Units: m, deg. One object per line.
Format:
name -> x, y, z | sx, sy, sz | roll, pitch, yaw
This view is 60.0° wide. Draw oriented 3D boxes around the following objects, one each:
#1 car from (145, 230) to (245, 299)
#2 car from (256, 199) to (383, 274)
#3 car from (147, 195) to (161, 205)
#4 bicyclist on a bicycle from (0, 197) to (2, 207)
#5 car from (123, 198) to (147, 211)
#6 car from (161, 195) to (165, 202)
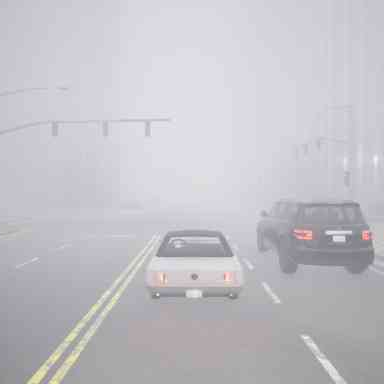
car -> 0.067, 1.601, 8.391 | 1.895, 1.301, 4.718 | 0, 0, 1
car -> 3.583, 1.222, 10.746 | 2.150, 2.045, 5.566 | 0, 0, 0
car -> -7.034, 1.489, 57.163 | 2.128, 1.511, 4.902 | 0, 0, 0
bicyclist on a bicycle -> -26.380, 1.301, 45.411 | 0.582, 1.620, 1.656 | 0, 0, -1
car -> -7.064, 1.564, 40.452 | 1.994, 1.385, 4.181 | 0, 0, 0
car -> -6.939, 1.355, 72.157 | 2.097, 1.767, 4.553 | 0, 0, 0
